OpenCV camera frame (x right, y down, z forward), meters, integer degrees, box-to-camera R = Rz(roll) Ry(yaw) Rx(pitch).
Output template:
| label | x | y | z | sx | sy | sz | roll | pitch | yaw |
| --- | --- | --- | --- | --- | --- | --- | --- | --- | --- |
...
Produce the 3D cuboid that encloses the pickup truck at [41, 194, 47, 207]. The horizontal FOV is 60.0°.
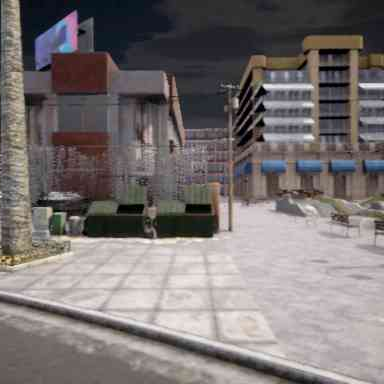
| label | x | y | z | sx | sy | sz | roll | pitch | yaw |
| --- | --- | --- | --- | --- | --- | --- | --- | --- | --- |
| pickup truck | -10.038 | 1.025 | 25.880 | 2.390 | 2.098 | 6.274 | 0 | 0 | 0 |
